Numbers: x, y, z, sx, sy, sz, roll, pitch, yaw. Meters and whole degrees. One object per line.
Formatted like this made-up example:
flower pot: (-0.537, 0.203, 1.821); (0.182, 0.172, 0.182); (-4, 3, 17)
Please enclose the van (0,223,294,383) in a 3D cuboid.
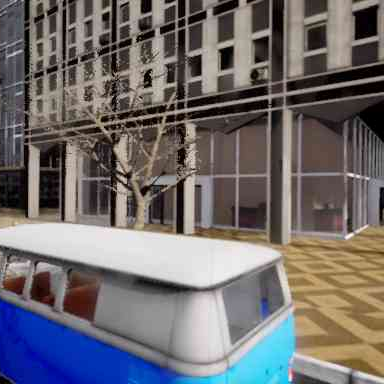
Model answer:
van: (-0.957, 1.316, 3.567); (3.998, 1.788, 1.690); (1, 0, 36)
